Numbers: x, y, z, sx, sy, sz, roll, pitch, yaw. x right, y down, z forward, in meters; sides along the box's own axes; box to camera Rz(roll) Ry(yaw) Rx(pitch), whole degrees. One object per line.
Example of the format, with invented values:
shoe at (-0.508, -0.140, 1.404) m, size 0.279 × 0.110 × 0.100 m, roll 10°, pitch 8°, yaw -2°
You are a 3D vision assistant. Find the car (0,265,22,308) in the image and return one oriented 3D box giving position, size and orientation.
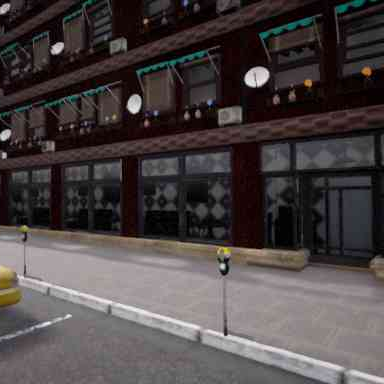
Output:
car at (-5.288, 1.526, 6.660) m, size 4.829 × 1.417 × 1.752 m, roll 0°, pitch -1°, yaw 36°
